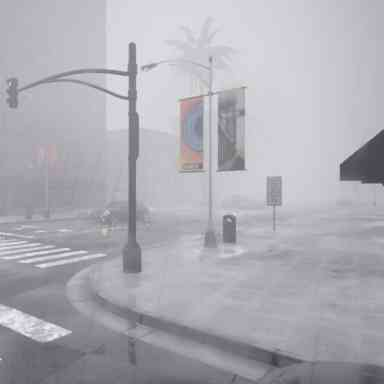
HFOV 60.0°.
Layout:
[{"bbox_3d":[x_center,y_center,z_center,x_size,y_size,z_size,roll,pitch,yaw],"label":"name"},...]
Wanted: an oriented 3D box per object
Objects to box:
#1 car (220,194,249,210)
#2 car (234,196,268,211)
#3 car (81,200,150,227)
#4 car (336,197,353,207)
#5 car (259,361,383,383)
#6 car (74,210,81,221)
[{"bbox_3d":[5.957,1.288,44.639,2.150,2.045,5.566,0,0,36],"label":"car"},{"bbox_3d":[7.713,1.615,41.500,2.033,1.411,5.357,0,0,35],"label":"car"},{"bbox_3d":[-5.086,1.375,23.399,2.097,1.767,4.553,0,0,35],"label":"car"},{"bbox_3d":[24.754,1.621,54.046,2.128,1.511,4.902,0,0,35],"label":"car"},{"bbox_3d":[2.166,1.551,1.301,4.403,1.369,2.008,0,0,36],"label":"car"},{"bbox_3d":[-6.901,1.622,26.468,1.895,1.301,4.718,0,0,35],"label":"car"}]
